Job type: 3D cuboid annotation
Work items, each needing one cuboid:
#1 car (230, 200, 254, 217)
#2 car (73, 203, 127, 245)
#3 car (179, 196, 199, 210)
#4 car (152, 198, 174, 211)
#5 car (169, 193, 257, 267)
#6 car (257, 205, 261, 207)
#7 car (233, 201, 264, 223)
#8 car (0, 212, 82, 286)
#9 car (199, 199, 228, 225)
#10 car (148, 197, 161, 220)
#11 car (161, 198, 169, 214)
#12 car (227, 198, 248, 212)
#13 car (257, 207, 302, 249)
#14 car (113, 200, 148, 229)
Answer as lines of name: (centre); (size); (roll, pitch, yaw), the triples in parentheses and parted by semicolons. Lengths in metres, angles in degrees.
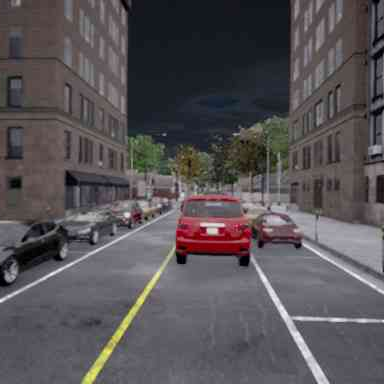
car: (4.505, 1.442, 30.651); (1.802, 1.307, 4.206); (1, 0, 4)
car: (-4.549, 1.409, 14.632); (2.008, 1.369, 4.403); (1, 0, 4)
car: (-0.266, 1.313, 40.565); (2.033, 1.411, 5.357); (1, 0, 4)
car: (-3.156, 1.326, 36.663); (1.802, 1.307, 4.206); (1, 0, 4)
car: (0.739, 1.147, 11.424); (2.150, 2.045, 5.566); (1, -1, 4)
car: (3.819, 1.441, 19.807); (1.752, 1.417, 4.829); (1, 0, 4)
car: (4.157, 1.432, 25.144); (1.887, 1.381, 4.507); (1, 0, 4)
car: (-4.897, 1.455, 9.125); (1.947, 1.339, 4.313); (1, 0, 4)
car: (1.552, 1.372, 24.147); (1.837, 1.490, 4.892); (1, 1, 4)
car: (-3.863, 1.327, 25.478); (1.752, 1.417, 4.829); (1, 0, 4)
car: (-3.503, 1.212, 31.155); (1.967, 1.590, 4.097); (1, 0, 4)
car: (4.853, 1.398, 36.159); (1.947, 1.339, 4.313); (1, 0, 4)
car: (3.460, 1.527, 14.130); (1.802, 1.307, 4.206); (1, 0, 4)
car: (-4.199, 1.269, 20.139); (1.967, 1.590, 4.097); (1, 0, 4)
